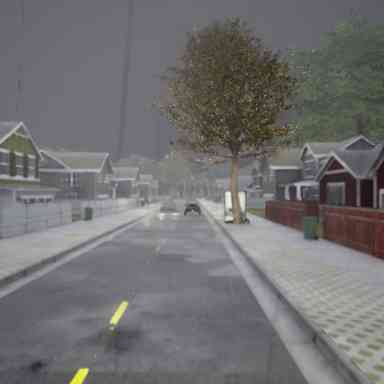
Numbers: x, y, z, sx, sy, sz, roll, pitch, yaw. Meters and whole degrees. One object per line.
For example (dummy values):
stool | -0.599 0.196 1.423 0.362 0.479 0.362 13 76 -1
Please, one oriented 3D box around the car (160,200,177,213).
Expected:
car | -2.808 1.725 40.385 1.837 1.490 4.892 0 -1 0

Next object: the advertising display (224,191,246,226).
advertising display | 3.035 1.146 23.427 1.540 2.440 0.280 0 0 0

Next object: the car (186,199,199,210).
car | 0.045 1.774 48.472 1.837 1.490 4.892 0 0 0

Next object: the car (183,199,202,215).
car | 0.074 1.704 37.274 1.837 1.490 4.892 0 -1 1
